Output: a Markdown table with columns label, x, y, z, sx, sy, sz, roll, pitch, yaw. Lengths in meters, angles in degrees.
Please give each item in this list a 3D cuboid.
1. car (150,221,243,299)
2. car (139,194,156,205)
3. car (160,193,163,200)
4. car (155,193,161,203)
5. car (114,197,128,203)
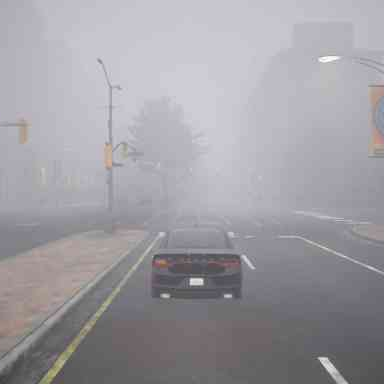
| label | x | y | z | sx | sy | sz | roll | pitch | yaw |
| --- | --- | --- | --- | --- | --- | --- | --- | --- | --- |
| car | 0.114 | 1.478 | 8.512 | 1.882 | 1.535 | 5.008 | 0 | 0 | 1 |
| car | -7.843 | 1.505 | 56.523 | 1.837 | 1.490 | 4.892 | 0 | 0 | 1 |
| car | -7.676 | 1.225 | 76.533 | 2.150 | 2.045 | 5.566 | 0 | 0 | 0 |
| car | -7.756 | 1.526 | 65.782 | 1.812 | 1.442 | 4.674 | 0 | 0 | 1 |
| car | -14.463 | 1.595 | 67.895 | 1.895 | 1.301 | 4.718 | 0 | 0 | 0 |
